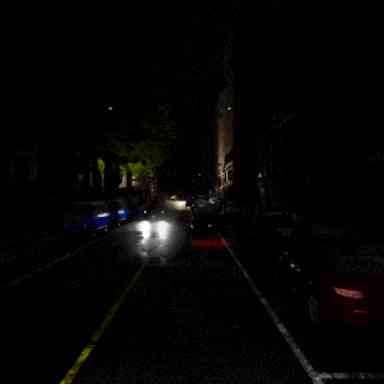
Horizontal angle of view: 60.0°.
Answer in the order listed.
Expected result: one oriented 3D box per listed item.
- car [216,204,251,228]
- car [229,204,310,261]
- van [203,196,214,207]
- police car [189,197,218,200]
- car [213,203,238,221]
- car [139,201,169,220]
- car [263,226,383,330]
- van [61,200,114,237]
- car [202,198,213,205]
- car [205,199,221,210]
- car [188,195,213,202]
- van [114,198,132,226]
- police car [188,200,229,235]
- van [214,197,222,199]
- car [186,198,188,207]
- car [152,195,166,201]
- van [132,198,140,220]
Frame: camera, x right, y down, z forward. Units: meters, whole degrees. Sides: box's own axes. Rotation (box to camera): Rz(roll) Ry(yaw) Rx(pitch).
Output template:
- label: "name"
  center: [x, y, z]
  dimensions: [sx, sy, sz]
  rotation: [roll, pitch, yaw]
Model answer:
- label: "car"
  center: [2.854, 1.642, 23.734]
  dimensions: [1.887, 1.381, 4.507]
  rotation: [0, 0, 0]
- label: "car"
  center: [2.853, 1.369, 12.413]
  dimensions: [2.192, 1.841, 5.009]
  rotation: [0, 0, 0]
- label: "van"
  center: [2.851, 1.542, 57.697]
  dimensions: [1.690, 1.788, 3.998]
  rotation: [0, 0, 0]
- label: "police car"
  center: [0.898, 1.542, 29.476]
  dimensions: [1.930, 1.638, 5.238]
  rotation: [0, 0, 0]
- label: "car"
  center: [2.853, 1.698, 29.394]
  dimensions: [1.802, 1.307, 4.206]
  rotation: [0, 0, 0]
- label: "car"
  center: [-3.101, 1.717, 29.243]
  dimensions: [1.895, 1.301, 4.718]
  rotation: [0, 0, 0]
- label: "car"
  center: [2.855, 1.612, 6.752]
  dimensions: [1.802, 1.307, 4.206]
  rotation: [0, 0, 0]
- label: "van"
  center: [-5.672, 1.417, 18.051]
  dimensions: [1.690, 1.788, 3.998]
  rotation: [0, 0, 0]
- label: "car"
  center: [2.851, 1.781, 63.356]
  dimensions: [1.947, 1.339, 4.313]
  rotation: [0, 0, 0]
- label: "car"
  center: [2.852, 1.715, 46.375]
  dimensions: [1.887, 1.381, 4.507]
  rotation: [0, 0, 0]
- label: "car"
  center: [0.896, 1.487, 35.336]
  dimensions: [2.097, 1.767, 4.553]
  rotation: [0, 0, 0]
- label: "van"
  center: [-5.673, 1.438, 23.708]
  dimensions: [1.690, 1.788, 3.998]
  rotation: [0, 0, 0]
- label: "police car"
  center: [0.899, 1.506, 19.477]
  dimensions: [1.930, 1.638, 5.238]
  rotation: [0, 0, 0]
- label: "van"
  center: [2.852, 1.494, 40.715]
  dimensions: [1.690, 1.788, 3.998]
  rotation: [0, 0, 0]
- label: "car"
  center: [-0.005, 1.757, 54.815]
  dimensions: [1.994, 1.385, 4.181]
  rotation: [0, 0, 0]
- label: "car"
  center: [-5.674, 1.516, 57.656]
  dimensions: [2.192, 1.841, 5.009]
  rotation: [0, 0, 0]
- label: "van"
  center: [-5.672, 1.457, 29.366]
  dimensions: [1.690, 1.788, 3.998]
  rotation: [0, 0, 0]
